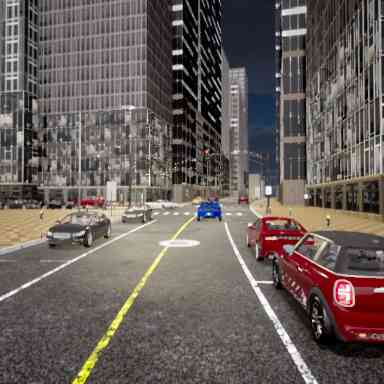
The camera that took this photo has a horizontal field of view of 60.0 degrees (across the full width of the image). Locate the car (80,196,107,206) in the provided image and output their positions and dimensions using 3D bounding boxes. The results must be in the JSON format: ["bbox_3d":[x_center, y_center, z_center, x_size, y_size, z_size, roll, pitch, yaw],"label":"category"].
[{"bbox_3d":[-15.149,1.528,49.612,5.009,1.841,2.192,0,-1,13],"label":"car"}]

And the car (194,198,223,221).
[{"bbox_3d":[1.478,1.490,27.146,1.882,1.535,5.008,0,0,5],"label":"car"}]

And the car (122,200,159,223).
[{"bbox_3d":[-4.130,1.570,25.677,2.008,1.369,4.403,1,0,5],"label":"car"}]

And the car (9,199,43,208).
[{"bbox_3d":[-26.036,1.825,52.189,4.403,1.369,2.008,0,-1,13],"label":"car"}]

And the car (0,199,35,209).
[{"bbox_3d":[-22.401,1.647,43.229,4.403,1.369,2.008,0,-1,13],"label":"car"}]

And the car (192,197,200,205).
[{"bbox_3d":[1.159,1.631,62.540,1.752,1.417,4.829,1,0,12],"label":"car"}]

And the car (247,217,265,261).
[{"bbox_3d":[3.006,1.545,11.979,1.887,1.381,4.507,1,0,3],"label":"car"}]

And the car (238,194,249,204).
[{"bbox_3d":[10.076,1.401,65.095,2.192,1.841,5.009,1,0,13],"label":"car"}]

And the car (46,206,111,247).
[{"bbox_3d":[-4.881,1.559,14.887,2.008,1.369,4.403,1,0,3],"label":"car"}]

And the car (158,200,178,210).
[{"bbox_3d":[-4.241,1.682,43.455,4.718,1.301,1.895,-1,-1,34],"label":"car"}]

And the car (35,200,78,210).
[{"bbox_3d":[-16.960,1.631,41.939,4.313,1.339,1.947,0,-1,13],"label":"car"}]

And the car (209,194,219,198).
[{"bbox_3d":[5.153,1.479,78.779,2.192,1.841,5.009,1,0,14],"label":"car"}]

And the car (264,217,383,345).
[{"bbox_3d":[2.814,1.440,6.339,1.967,1.590,4.097,1,0,2],"label":"car"}]
